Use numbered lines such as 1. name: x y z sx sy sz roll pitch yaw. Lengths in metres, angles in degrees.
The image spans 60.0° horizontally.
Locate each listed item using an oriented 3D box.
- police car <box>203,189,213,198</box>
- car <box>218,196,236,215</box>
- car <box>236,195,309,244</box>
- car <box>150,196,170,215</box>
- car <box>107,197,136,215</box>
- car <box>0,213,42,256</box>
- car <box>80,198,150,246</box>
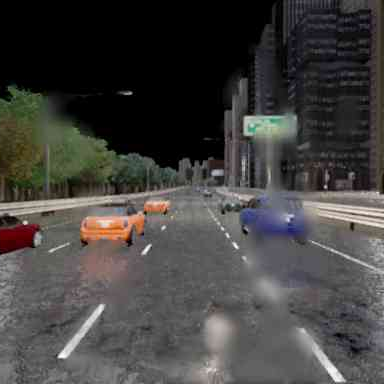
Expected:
1. police car: 4.307 0.695 86.497 1.930 1.638 5.238 0 1 1
2. car: 3.717 1.188 32.164 2.097 1.767 4.553 0 0 0
3. car: 3.630 1.153 15.468 2.150 2.045 5.566 0 0 0
4. car: -3.283 1.188 32.157 2.097 1.767 4.553 0 0 0
5. car: -6.781 1.338 32.516 1.837 1.490 4.892 0 0 0
6. car: -6.882 1.429 11.221 1.882 1.535 5.008 0 0 0
7. car: -3.371 1.285 15.083 2.097 1.767 4.553 0 0 0
